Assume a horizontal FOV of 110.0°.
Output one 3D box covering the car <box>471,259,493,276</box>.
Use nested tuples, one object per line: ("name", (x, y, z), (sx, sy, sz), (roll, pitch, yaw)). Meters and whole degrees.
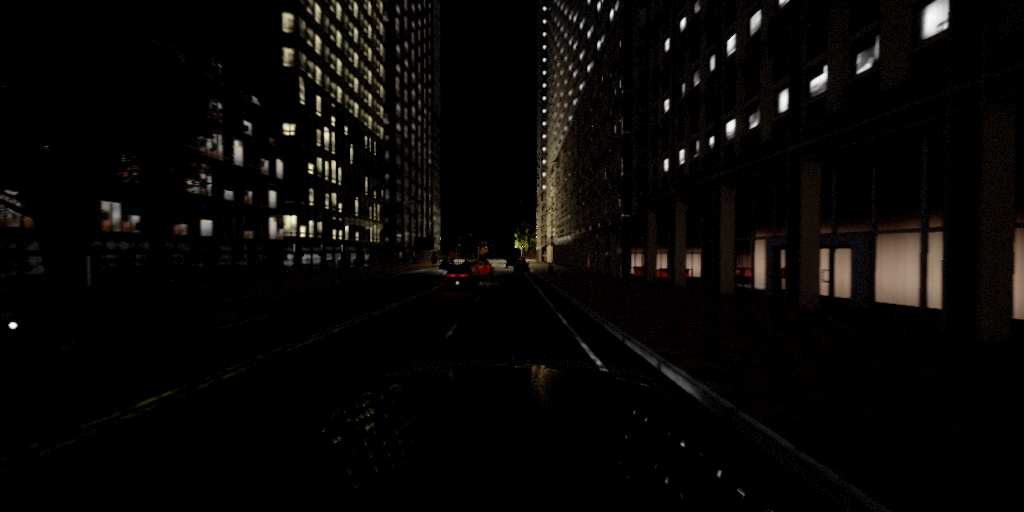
("car", (-3.152, 1.173, 38.535), (2.097, 1.767, 4.553), (0, 0, 0))

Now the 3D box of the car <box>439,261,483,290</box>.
("car", (-3.152, 1.298, 23.103), (1.837, 1.490, 4.892), (0, 0, 0))

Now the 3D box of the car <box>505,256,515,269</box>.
("car", (-0.003, 1.092, 61.725), (2.150, 2.045, 5.566), (0, 0, 0))

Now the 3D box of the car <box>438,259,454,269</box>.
("car", (-9.800, 1.191, 54.661), (2.097, 1.767, 4.553), (0, 0, 1))

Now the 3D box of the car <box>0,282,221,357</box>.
("car", (-9.841, 1.353, 8.698), (1.895, 1.301, 4.718), (0, 0, 0))

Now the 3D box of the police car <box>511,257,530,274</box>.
("police car", (1.135, 1.262, 43.744), (1.930, 1.638, 5.238), (0, 0, 0))
